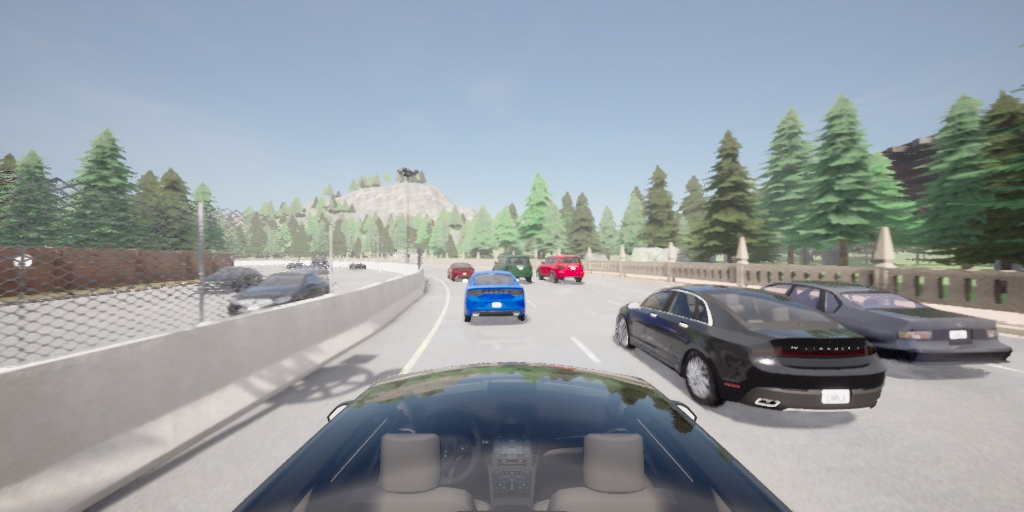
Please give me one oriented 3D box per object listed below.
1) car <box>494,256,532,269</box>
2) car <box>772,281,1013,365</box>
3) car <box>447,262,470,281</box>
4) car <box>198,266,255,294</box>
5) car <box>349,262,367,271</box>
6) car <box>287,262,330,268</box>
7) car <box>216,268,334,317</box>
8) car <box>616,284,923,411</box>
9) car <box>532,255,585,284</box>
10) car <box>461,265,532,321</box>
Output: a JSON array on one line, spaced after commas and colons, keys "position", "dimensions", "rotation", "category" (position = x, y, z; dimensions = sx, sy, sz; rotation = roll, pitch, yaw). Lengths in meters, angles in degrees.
[{"position": [-0.054, 0.993, 28.065], "dimensions": [2.150, 2.045, 5.566], "rotation": [0, 0, -15], "category": "car"}, {"position": [6.775, 1.275, 8.087], "dimensions": [2.033, 1.411, 5.357], "rotation": [0, 0, -4], "category": "car"}, {"position": [-4.420, 1.269, 30.597], "dimensions": [1.882, 1.535, 5.008], "rotation": [0, 0, -16], "category": "car"}, {"position": [-16.647, 1.360, 21.542], "dimensions": [1.812, 1.442, 4.674], "rotation": [0, 0, -14], "category": "car"}, {"position": [-23.193, 1.488, 53.981], "dimensions": [1.895, 1.301, 4.718], "rotation": [0, 0, -33], "category": "car"}, {"position": [-13.779, 1.372, 24.642], "dimensions": [2.033, 1.411, 5.357], "rotation": [0, 0, -15], "category": "car"}, {"position": [-7.949, 1.317, 12.884], "dimensions": [1.812, 1.442, 4.674], "rotation": [0, 0, -8], "category": "car"}, {"position": [3.332, 1.245, 6.224], "dimensions": [1.837, 1.490, 4.892], "rotation": [0, 0, -2], "category": "car"}, {"position": [3.647, 0.978, 27.750], "dimensions": [2.150, 2.045, 5.566], "rotation": [0, 0, -14], "category": "car"}, {"position": [-0.713, 1.239, 12.627], "dimensions": [1.882, 1.535, 5.008], "rotation": [0, 0, -6], "category": "car"}]
